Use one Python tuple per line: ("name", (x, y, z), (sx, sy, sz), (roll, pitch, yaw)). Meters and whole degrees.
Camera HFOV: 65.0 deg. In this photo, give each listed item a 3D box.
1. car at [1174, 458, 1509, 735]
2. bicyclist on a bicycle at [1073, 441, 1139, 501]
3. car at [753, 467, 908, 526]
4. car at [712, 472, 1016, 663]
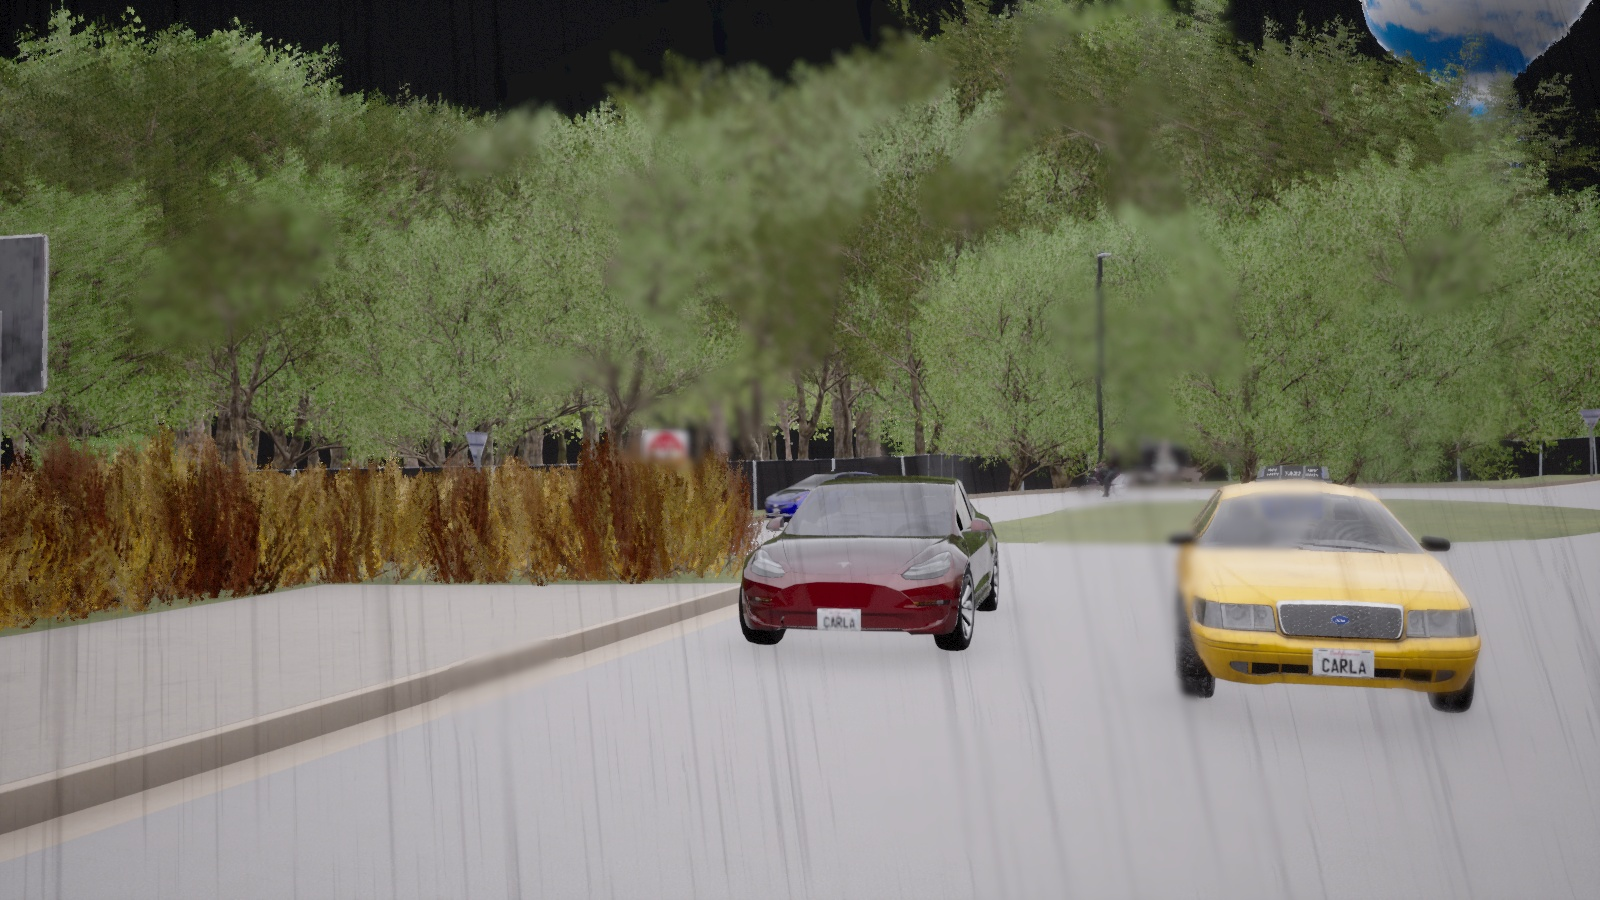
("car", (3.950, 0.863, 10.039), (1.801, 1.575, 5.366), (0, 0, 16))
("bicyclist on a bicycle", (9.765, 0.653, 40.093), (1.843, 1.776, 0.659), (-3, 2, -9))
("car", (0.999, 1.408, 39.138), (4.514, 1.525, 2.007), (-3, 0, -38))
("car", (0.887, 0.986, 12.515), (2.163, 1.488, 4.792), (-1, -1, 13))
